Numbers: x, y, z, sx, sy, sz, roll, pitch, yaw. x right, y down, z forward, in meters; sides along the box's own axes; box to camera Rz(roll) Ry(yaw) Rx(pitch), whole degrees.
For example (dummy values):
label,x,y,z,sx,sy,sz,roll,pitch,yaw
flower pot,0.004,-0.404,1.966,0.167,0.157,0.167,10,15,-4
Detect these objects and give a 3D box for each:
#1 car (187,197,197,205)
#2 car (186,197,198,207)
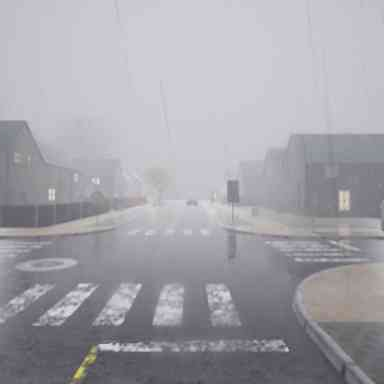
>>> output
label,x,y,z,sx,sy,sz,roll,pitch,yaw
car,0.018,1.755,66.923,1.882,1.535,5.008,0,0,0
car,0.015,1.692,56.504,2.128,1.511,4.902,0,0,0
